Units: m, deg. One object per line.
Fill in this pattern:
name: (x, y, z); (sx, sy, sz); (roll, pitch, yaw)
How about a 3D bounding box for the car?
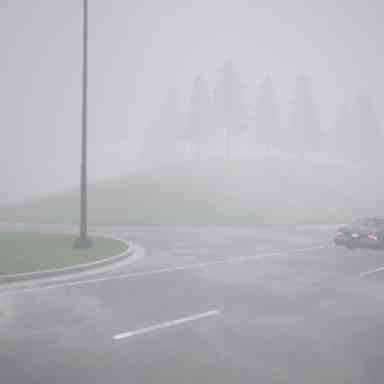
car: (8.094, 1.683, 13.818); (5.357, 1.411, 2.033); (1, 0, -35)
